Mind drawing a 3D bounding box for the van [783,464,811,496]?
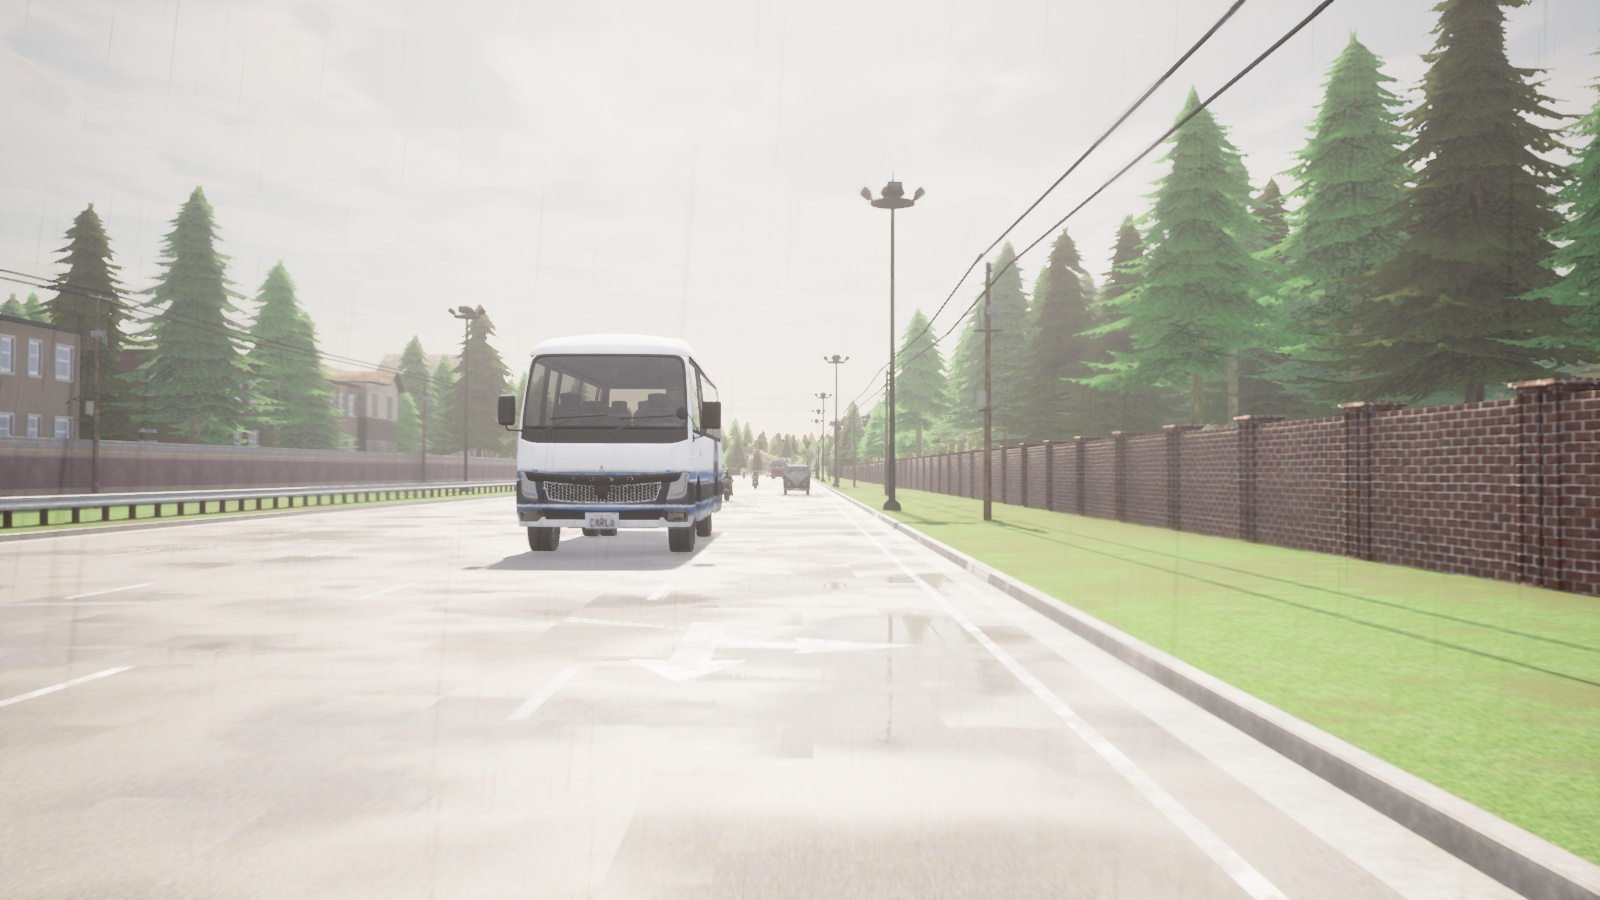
[{"bbox_3d":[-0.197,1.937,81.781,1.775,1.987,4.442,0,-1,0],"label":"van"}]

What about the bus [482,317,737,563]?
[{"bbox_3d":[-3.572,-0.096,26.960,3.944,4.253,10.273,0,-1,0],"label":"bus"}]

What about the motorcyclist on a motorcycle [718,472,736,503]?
[{"bbox_3d":[-3.652,1.871,63.314,0.797,1.523,2.044,0,-1,0],"label":"motorcyclist on a motorcycle"}]
